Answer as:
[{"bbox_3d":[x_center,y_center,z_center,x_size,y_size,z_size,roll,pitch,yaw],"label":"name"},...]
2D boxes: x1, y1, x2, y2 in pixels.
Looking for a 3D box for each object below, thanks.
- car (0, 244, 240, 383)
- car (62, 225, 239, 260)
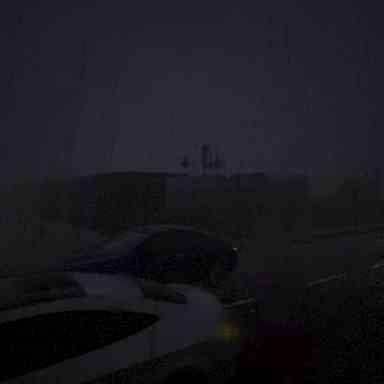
[{"bbox_3d":[-1.673,1.525,2.794,4.674,1.442,1.812,0,0,-35],"label":"car"},{"bbox_3d":[-0.967,1.516,7.594,4.674,1.442,1.812,0,0,-35],"label":"car"}]
